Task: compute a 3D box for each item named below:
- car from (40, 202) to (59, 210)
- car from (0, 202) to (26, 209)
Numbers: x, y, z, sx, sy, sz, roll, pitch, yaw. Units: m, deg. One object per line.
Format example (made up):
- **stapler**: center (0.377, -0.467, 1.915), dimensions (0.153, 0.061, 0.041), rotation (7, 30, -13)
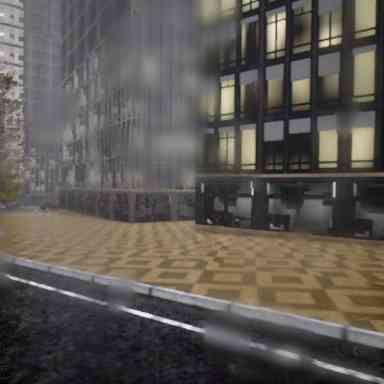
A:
- **car**: center (-23.994, 2.485, 58.035), dimensions (4.507, 1.381, 1.887), rotation (0, 1, -34)
- **car**: center (-33.121, 2.336, 61.338), dimensions (4.403, 1.369, 2.008), rotation (0, 1, -34)
